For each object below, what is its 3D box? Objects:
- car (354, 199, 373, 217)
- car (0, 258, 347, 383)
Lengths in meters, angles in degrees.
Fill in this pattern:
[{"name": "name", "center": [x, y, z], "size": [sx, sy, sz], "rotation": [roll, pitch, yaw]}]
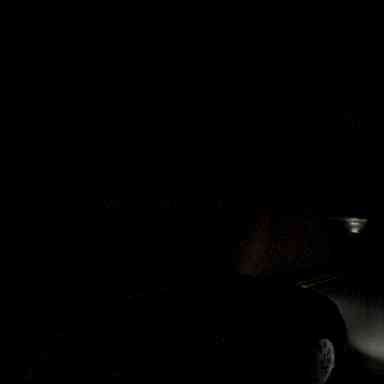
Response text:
[{"name": "car", "center": [15.792, 1.327, 28.585], "size": [5.008, 1.535, 1.882], "rotation": [0, 0, -40]}, {"name": "car", "center": [-0.296, 1.496, 3.536], "size": [4.892, 1.490, 1.837], "rotation": [0, 0, -36]}]
